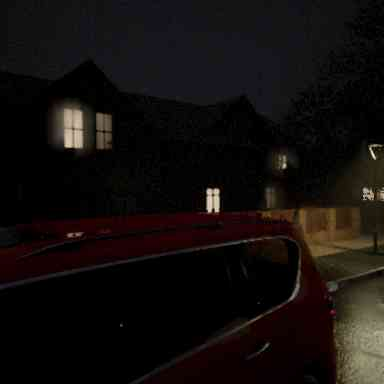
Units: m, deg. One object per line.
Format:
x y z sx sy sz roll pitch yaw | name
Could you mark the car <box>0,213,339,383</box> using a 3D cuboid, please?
-1.041 1.225 2.072 2.150 2.045 5.566 0 0 45 | car
